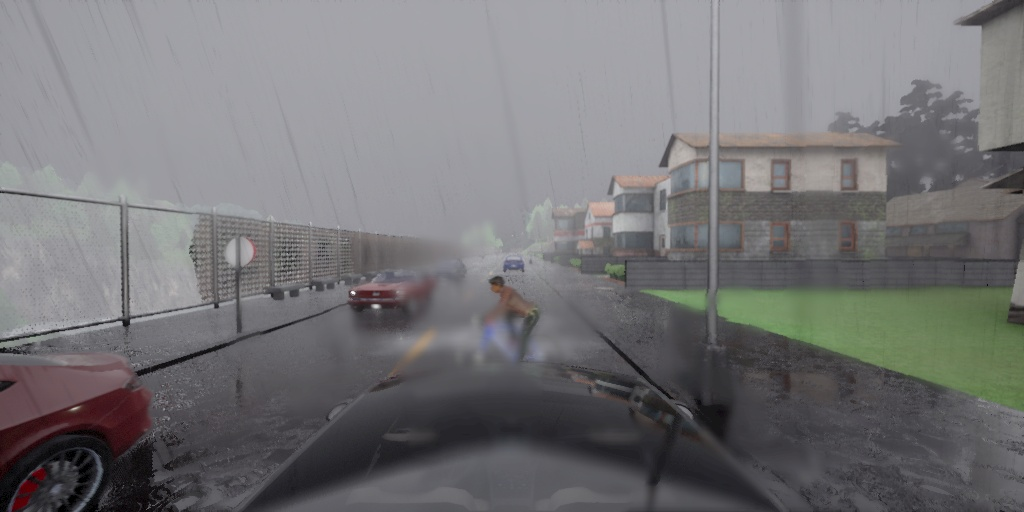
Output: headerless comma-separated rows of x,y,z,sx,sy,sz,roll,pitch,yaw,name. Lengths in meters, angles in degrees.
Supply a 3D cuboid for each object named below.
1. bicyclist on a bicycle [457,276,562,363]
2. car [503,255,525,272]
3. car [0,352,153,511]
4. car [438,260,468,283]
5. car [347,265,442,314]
-0.049,1.130,5.588,1.656,1.620,0.582,-2,1,0,bicyclist on a bicycle
0.181,0.702,34.481,1.882,1.535,5.008,0,1,0,car
-4.080,1.282,1.236,1.812,1.442,4.674,0,1,0,car
-4.033,0.942,23.828,2.033,1.411,5.357,0,1,0,car
-4.070,1.169,12.969,1.895,1.301,4.718,0,1,0,car
